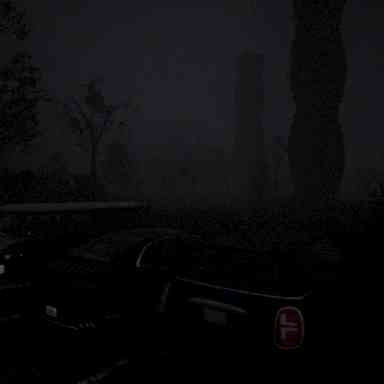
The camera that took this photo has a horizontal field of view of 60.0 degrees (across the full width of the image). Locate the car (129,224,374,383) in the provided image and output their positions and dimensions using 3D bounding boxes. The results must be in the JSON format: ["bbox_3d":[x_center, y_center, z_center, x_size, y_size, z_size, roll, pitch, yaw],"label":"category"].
[{"bbox_3d":[1.473,1.354,5.283,2.185,1.767,4.553,0,0,35],"label":"car"}]

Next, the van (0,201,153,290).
[{"bbox_3d":[-2.960,1.241,8.340,1.878,1.987,4.442,0,0,35],"label":"van"}]

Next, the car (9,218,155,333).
[{"bbox_3d":[-0.651,1.476,6.829,2.231,1.521,4.892,0,0,35],"label":"car"}]
